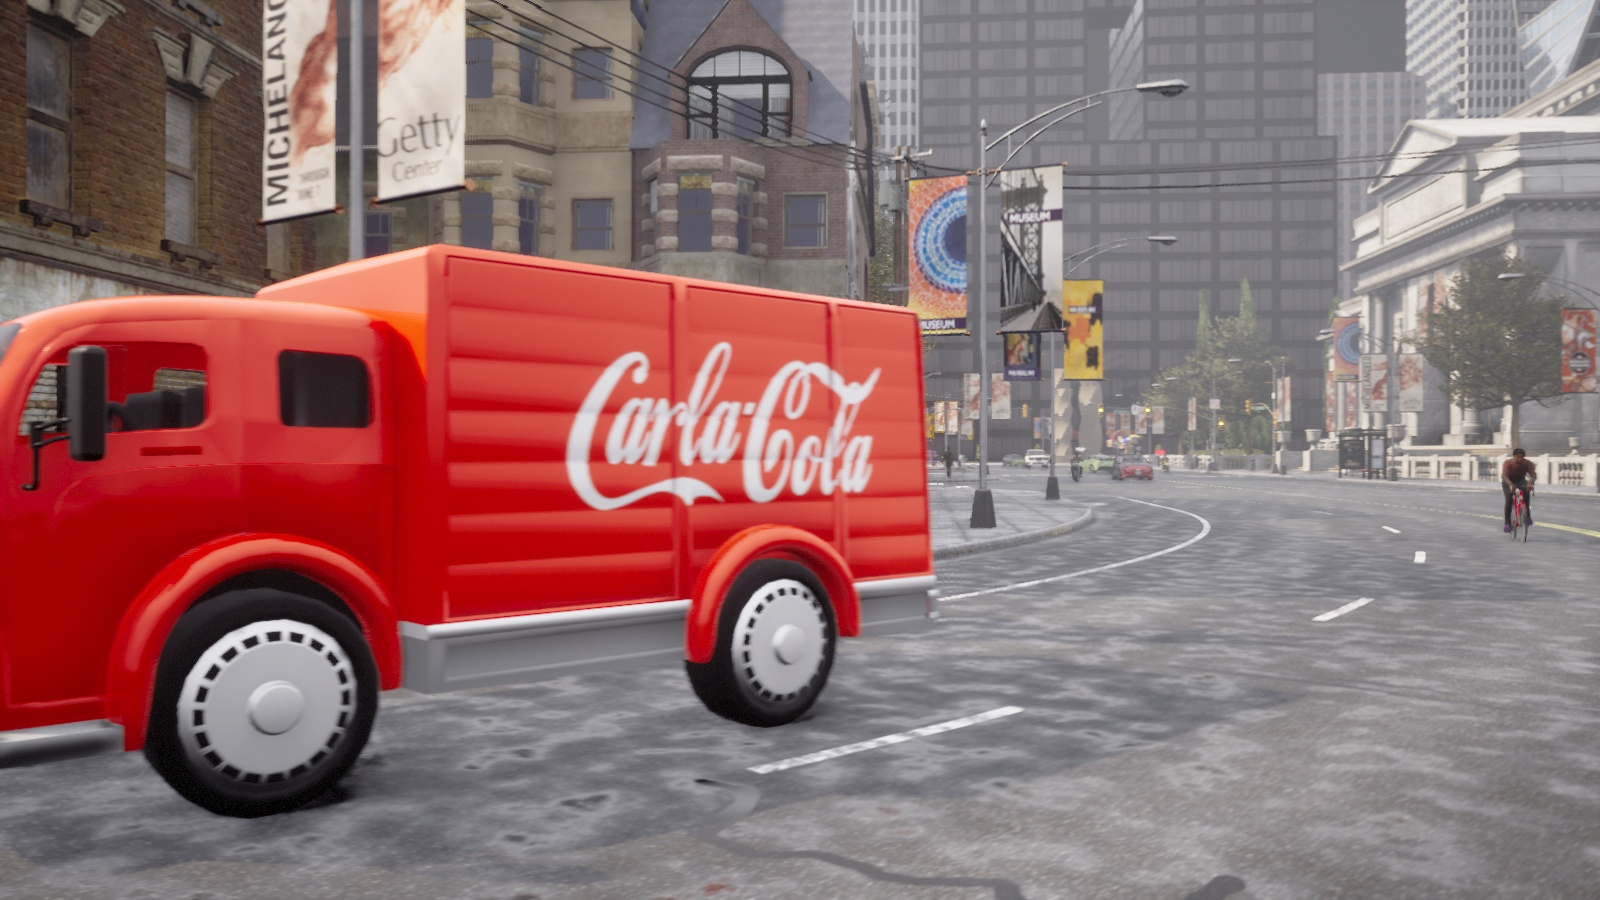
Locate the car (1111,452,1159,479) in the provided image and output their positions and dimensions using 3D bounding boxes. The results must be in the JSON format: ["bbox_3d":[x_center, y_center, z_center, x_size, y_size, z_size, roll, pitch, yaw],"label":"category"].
[{"bbox_3d":[19.451,0.878,73.161,2.007,1.525,4.514,0,0,6],"label":"car"}]

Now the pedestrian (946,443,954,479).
[{"bbox_3d":[8.321,0.606,69.550,0.395,1.930,0.692,0,0,11],"label":"pedestrian"}]

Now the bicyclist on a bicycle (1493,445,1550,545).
[{"bbox_3d":[12.278,0.735,21.402,0.582,1.620,1.656,-1,0,21],"label":"bicyclist on a bicycle"}]

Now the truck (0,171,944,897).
[{"bbox_3d":[-1.920,0.286,6.817,5.204,2.467,2.627,0,0,-43],"label":"truck"}]
